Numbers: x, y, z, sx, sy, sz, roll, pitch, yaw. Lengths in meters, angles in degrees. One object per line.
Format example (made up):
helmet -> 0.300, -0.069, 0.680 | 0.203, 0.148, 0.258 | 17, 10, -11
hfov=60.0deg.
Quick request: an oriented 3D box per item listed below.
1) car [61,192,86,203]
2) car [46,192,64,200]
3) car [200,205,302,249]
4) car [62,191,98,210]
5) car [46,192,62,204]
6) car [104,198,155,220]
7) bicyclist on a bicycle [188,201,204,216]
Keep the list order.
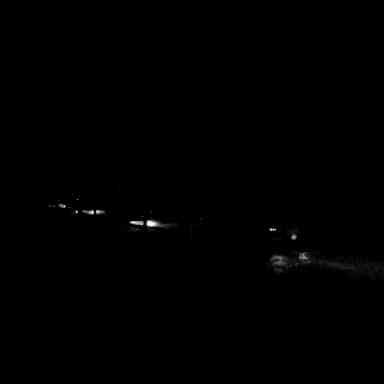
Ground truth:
car -> -16.703, 0.779, 46.676 | 2.033, 1.411, 5.357 | 1, 1, -34
car -> -23.109, 0.650, 56.002 | 1.895, 1.301, 4.718 | 1, 1, -35
car -> 2.277, 1.317, 13.951 | 2.128, 1.511, 4.902 | 1, 1, -35
car -> -11.099, 0.789, 33.359 | 2.097, 1.767, 4.553 | 1, 1, -34
car -> -17.436, 0.762, 42.614 | 1.837, 1.490, 4.892 | 1, 0, -34
car -> -4.677, 1.171, 24.032 | 2.033, 1.411, 5.357 | 1, 1, -35
bicyclist on a bicycle -> 0.338, 1.114, 27.282 | 1.656, 1.620, 0.582 | 0, 1, -35
